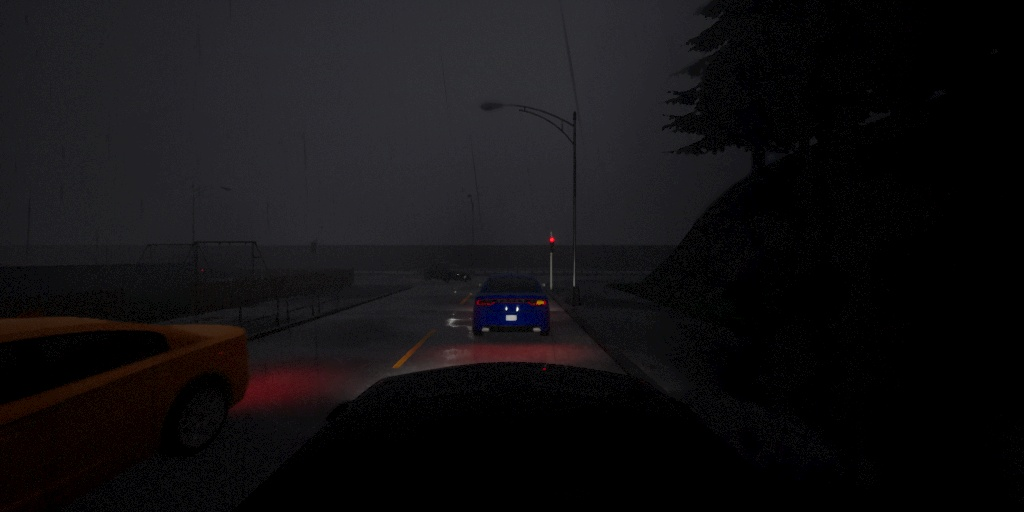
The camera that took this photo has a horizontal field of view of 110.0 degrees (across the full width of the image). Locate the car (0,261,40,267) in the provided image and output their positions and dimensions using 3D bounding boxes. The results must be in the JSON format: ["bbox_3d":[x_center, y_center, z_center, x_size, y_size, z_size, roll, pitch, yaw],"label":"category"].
[{"bbox_3d":[-42.128,1.219,30.480,5.008,1.535,1.882,0,0,0],"label":"car"}]

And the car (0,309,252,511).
[{"bbox_3d":[-4.090,1.227,2.233,1.882,1.535,5.008,0,0,0],"label":"car"}]

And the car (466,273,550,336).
[{"bbox_3d":[-0.004,1.225,10.466,1.882,1.535,5.008,0,0,0],"label":"car"}]

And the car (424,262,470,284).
[{"bbox_3d":[-4.947,1.248,27.459,1.837,1.490,4.892,5,-3,-41],"label":"car"}]

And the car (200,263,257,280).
[{"bbox_3d":[-23.881,1.305,30.534,4.181,1.385,1.994,0,0,0],"label":"car"}]
